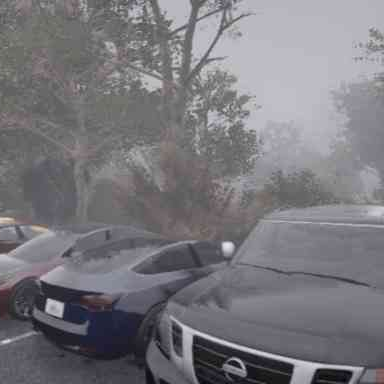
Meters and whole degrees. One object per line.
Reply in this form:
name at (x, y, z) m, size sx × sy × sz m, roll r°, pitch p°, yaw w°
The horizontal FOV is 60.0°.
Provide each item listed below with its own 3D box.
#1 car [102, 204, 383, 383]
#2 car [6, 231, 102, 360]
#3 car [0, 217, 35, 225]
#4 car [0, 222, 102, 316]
car at (1.845, 1.233, 4.465) m, size 2.435 × 2.045 × 5.566 m, roll 0°, pitch 0°, yaw 36°
car at (-0.383, 1.523, 6.133) m, size 2.163 × 1.488 × 4.792 m, roll 0°, pitch 0°, yaw 36°
car at (-4.929, 1.515, 9.352) m, size 2.097 × 1.535 × 5.008 m, roll 0°, pitch 0°, yaw 36°
car at (-2.680, 1.534, 7.709) m, size 2.163 × 1.488 × 4.792 m, roll 0°, pitch 0°, yaw 36°
